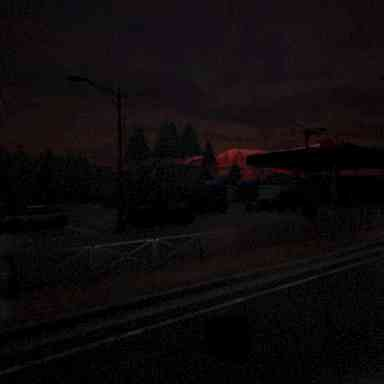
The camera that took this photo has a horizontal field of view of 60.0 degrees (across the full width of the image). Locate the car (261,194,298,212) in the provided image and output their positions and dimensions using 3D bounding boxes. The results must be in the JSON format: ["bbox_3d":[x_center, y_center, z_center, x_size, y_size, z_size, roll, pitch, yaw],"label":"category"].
[{"bbox_3d":[9.739,1.169,35.924,3.866,1.878,1.905,-1,0,-39],"label":"car"}]

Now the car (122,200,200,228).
[{"bbox_3d":[-2.003,1.553,21.958,4.514,1.523,2.007,-1,0,-39],"label":"car"}]

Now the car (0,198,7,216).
[{"bbox_3d":[-21.985,1.653,35.312,3.866,1.878,1.905,-1,0,-39],"label":"car"}]

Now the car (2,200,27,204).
[{"bbox_3d":[-14.042,1.596,25.282,5.027,1.636,2.152,-1,0,-39],"label":"car"}]

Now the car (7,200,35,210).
[{"bbox_3d":[-27.870,2.073,54.257,3.806,1.475,1.970,-1,0,-39],"label":"car"}]

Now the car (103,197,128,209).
[{"bbox_3d":[-11.811,1.759,51.681,3.633,1.501,1.845,-1,0,-39],"label":"car"}]

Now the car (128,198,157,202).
[{"bbox_3d":[-5.640,1.634,43.821,4.514,1.523,2.007,-1,0,-39],"label":"car"}]

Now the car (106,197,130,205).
[{"bbox_3d":[-15.138,1.850,68.158,4.514,1.523,2.007,-1,0,-39],"label":"car"}]

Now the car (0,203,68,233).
[{"bbox_3d":[-9.803,1.604,20.452,3.806,1.475,1.970,-1,0,-39],"label":"car"}]

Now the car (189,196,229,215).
[{"bbox_3d":[1.532,1.312,33.615,4.605,1.855,1.932,-1,0,-39],"label":"car"}]

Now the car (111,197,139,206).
[{"bbox_3d":[-13.149,1.807,65.731,5.027,1.636,2.152,-1,0,-39],"label":"car"}]

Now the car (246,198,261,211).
[{"bbox_3d":[8.158,1.480,38.909,3.806,1.475,1.970,-1,0,-39],"label":"car"}]
